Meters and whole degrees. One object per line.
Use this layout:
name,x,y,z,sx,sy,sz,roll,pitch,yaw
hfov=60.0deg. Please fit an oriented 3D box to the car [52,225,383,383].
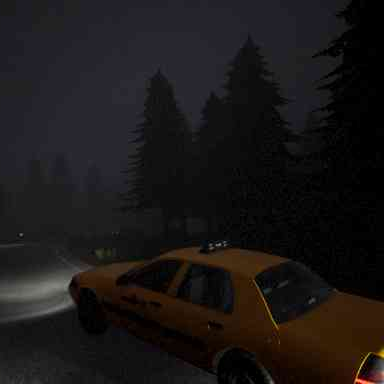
car,0.121,1.441,4.753,5.366,1.575,1.801,0,1,43

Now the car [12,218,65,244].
car,-12.732,3.231,28.199,2.150,2.045,5.566,-4,-7,6

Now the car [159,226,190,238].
car,-2.314,5.544,46.281,1.882,1.535,5.008,-5,-8,30

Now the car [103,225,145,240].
car,-7.438,4.510,36.976,2.033,1.411,5.357,-4,-8,20
